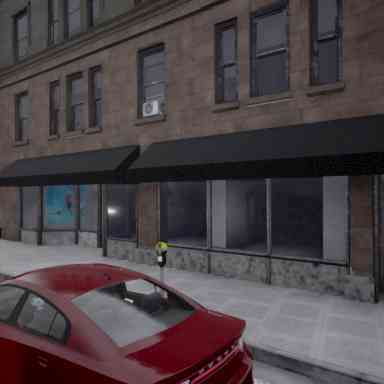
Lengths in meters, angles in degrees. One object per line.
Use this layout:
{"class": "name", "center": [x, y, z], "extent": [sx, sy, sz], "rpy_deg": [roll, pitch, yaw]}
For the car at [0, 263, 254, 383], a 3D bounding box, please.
{"class": "car", "center": [-1.519, 1.545, 3.932], "extent": [4.507, 1.381, 1.887], "rpy_deg": [0, 0, 35]}
